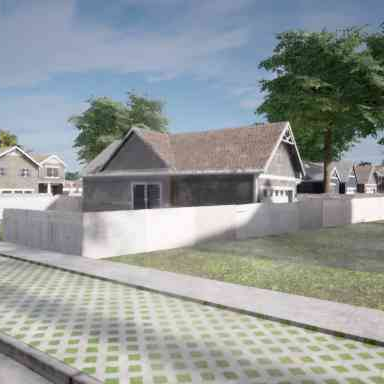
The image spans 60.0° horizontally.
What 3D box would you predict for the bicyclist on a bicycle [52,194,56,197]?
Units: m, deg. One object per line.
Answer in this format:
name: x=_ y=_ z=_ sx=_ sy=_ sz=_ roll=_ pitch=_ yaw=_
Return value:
bicyclist on a bicycle: x=-13.035 y=1.027 z=31.551 sx=1.656 sy=1.620 sz=0.582 roll=0 pitch=1 yaw=34
